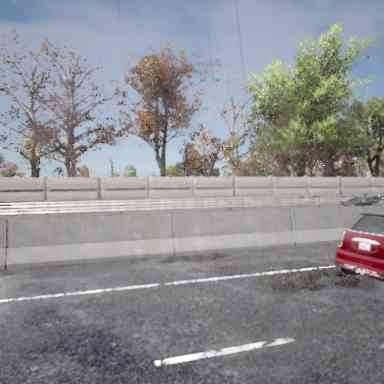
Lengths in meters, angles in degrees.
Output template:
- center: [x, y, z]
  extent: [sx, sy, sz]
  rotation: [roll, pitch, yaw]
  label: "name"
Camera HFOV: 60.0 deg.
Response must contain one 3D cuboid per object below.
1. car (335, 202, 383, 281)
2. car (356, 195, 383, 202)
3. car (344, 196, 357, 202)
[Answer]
- center: [5.881, 1.205, 8.097]
  extent: [4.553, 1.767, 2.097]
  rotation: [-1, 0, -18]
  label: "car"
- center: [16.161, 1.112, 26.367]
  extent: [5.357, 1.411, 2.033]
  rotation: [-1, 0, -18]
  label: "car"
- center: [15.472, 1.052, 29.821]
  extent: [4.892, 1.490, 1.837]
  rotation: [-1, 0, -18]
  label: "car"
